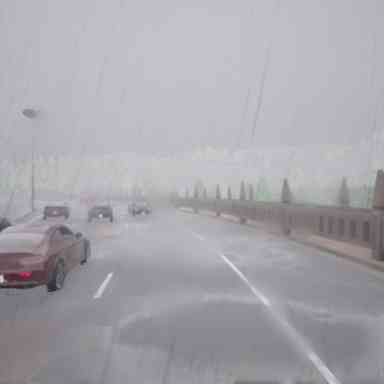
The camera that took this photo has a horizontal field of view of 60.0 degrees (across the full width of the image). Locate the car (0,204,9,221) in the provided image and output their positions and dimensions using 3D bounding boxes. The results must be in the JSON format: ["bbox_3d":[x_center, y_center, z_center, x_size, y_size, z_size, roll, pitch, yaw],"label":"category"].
[{"bbox_3d":[-7.648,1.235,10.389,2.150,2.045,5.566,0,0,-6],"label":"car"}]

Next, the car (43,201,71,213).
[{"bbox_3d":[-11.499,1.479,28.574,1.882,1.535,5.008,0,0,-17],"label":"car"}]

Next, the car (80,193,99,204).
[{"bbox_3d":[-18.195,1.255,58.954,2.150,2.045,5.566,0,-1,-33],"label":"car"}]

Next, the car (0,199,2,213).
[{"bbox_3d":[-21.958,1.557,36.222,1.812,1.442,4.674,0,0,-24],"label":"car"}]

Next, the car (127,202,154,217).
[{"bbox_3d":[-4.969,1.591,31.443,1.895,1.301,4.718,0,0,-17],"label":"car"}]

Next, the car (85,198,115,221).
[{"bbox_3d":[-7.356,1.493,26.840,1.837,1.490,4.892,0,0,-15],"label":"car"}]

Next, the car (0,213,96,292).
[{"bbox_3d":[-4.014,1.528,8.766,1.812,1.442,4.674,0,0,-5],"label":"car"}]
